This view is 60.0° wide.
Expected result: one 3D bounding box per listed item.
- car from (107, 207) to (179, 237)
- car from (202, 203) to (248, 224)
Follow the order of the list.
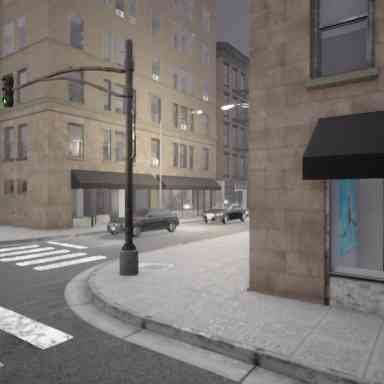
[{"bbox_3d":[-2.603,1.616,18.810,1.812,1.442,4.674,0,0,37],"label":"car"},{"bbox_3d":[2.697,1.636,26.284,2.128,1.511,4.902,0,0,35],"label":"car"}]
